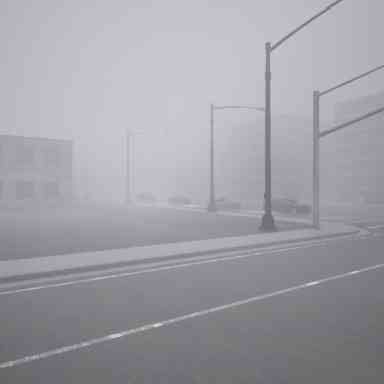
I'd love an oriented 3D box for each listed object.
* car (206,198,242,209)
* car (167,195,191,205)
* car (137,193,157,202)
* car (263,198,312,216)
[{"bbox_3d":[3.765,1.332,39.672,1.895,1.301,4.718,0,1,-34],"label":"car"},{"bbox_3d":[-1.891,1.120,47.938,1.994,1.385,4.181,0,1,-34],"label":"car"},{"bbox_3d":[-7.649,0.866,56.401,2.128,1.511,4.902,0,1,-34],"label":"car"},{"bbox_3d":[9.063,1.345,31.978,1.882,1.535,5.008,0,1,-35],"label":"car"}]
